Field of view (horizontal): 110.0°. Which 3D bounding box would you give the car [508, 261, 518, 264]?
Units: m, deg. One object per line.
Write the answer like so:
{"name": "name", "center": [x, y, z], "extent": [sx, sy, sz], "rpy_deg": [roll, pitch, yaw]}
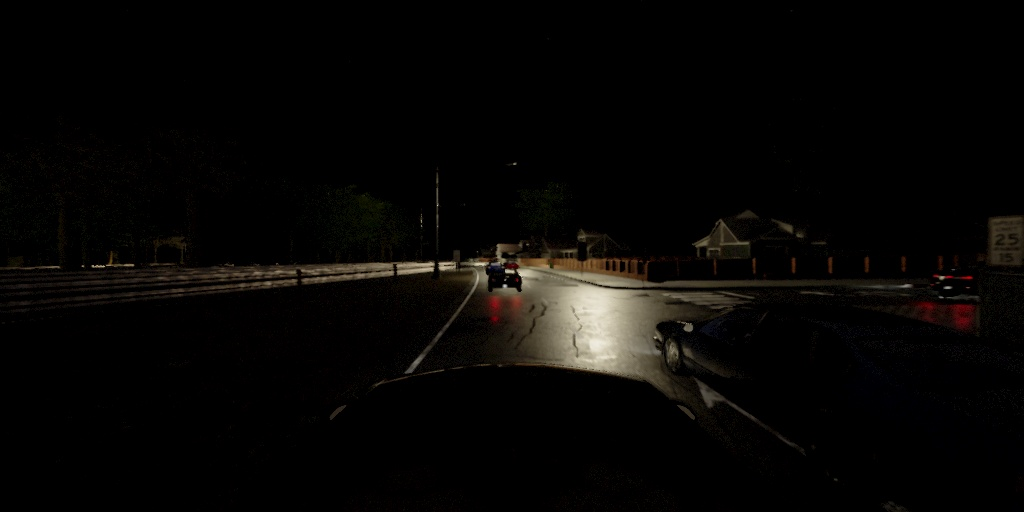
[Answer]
{"name": "car", "center": [-0.129, 1.359, 53.464], "extent": [1.994, 1.385, 4.181], "rpy_deg": [0, 0, -8]}

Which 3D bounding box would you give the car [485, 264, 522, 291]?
{"name": "car", "center": [-0.489, 1.343, 21.560], "extent": [1.895, 1.301, 4.718], "rpy_deg": [0, 0, -3]}

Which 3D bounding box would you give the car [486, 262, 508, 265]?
{"name": "car", "center": [-1.829, 1.320, 38.704], "extent": [1.994, 1.385, 4.181], "rpy_deg": [0, 0, -6]}

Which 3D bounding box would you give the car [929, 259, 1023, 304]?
{"name": "car", "center": [19.762, 1.027, 14.312], "extent": [4.902, 1.511, 2.128], "rpy_deg": [-1, 1, -1]}

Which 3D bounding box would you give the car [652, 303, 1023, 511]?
{"name": "car", "center": [3.572, 1.291, 4.337], "extent": [2.033, 1.411, 5.357], "rpy_deg": [0, 0, 0]}
